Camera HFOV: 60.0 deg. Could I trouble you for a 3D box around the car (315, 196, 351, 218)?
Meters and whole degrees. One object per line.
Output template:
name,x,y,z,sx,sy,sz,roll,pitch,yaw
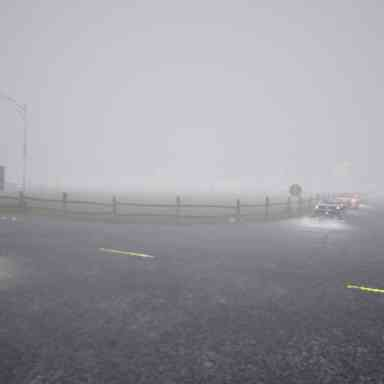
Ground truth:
car,11.034,1.188,26.258,1.895,1.301,4.718,3,2,31

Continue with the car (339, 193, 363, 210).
car,16.425,0.857,35.207,2.097,1.767,4.553,3,2,31

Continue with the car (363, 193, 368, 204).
car,24.097,0.871,47.878,2.128,1.511,4.902,3,2,31
